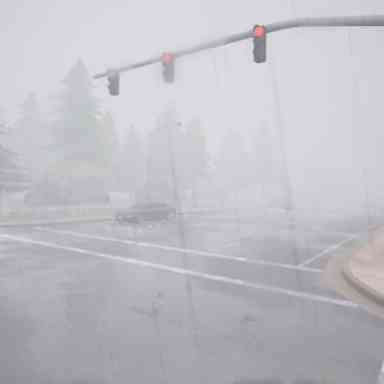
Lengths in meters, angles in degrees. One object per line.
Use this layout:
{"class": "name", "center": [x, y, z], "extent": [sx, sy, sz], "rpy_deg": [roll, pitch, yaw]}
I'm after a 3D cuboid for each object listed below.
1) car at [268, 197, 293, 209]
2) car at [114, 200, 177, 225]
{"class": "car", "center": [11.261, 1.378, 42.037], "extent": [1.994, 1.385, 4.181], "rpy_deg": [1, 1, 36]}
{"class": "car", "center": [-2.996, 1.350, 22.315], "extent": [1.837, 1.490, 4.892], "rpy_deg": [1, 1, 36]}
